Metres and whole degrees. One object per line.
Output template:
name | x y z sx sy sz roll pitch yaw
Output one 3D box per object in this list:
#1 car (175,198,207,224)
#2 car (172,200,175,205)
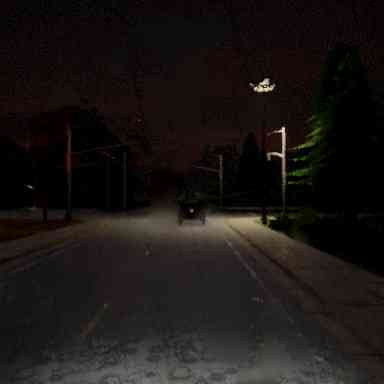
car | 0.017 1.519 27.564 2.150 2.045 5.566 0 0 1
car | -3.504 2.379 77.450 1.994 1.385 4.181 0 -1 0
